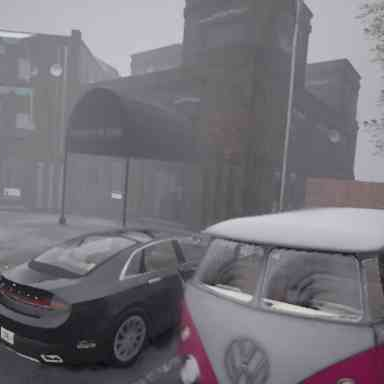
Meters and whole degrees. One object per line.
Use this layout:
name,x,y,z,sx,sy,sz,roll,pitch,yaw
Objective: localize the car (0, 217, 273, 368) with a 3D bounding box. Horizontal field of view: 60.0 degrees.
car,-0.681,1.354,5.733,2.231,1.521,4.892,3,2,35
